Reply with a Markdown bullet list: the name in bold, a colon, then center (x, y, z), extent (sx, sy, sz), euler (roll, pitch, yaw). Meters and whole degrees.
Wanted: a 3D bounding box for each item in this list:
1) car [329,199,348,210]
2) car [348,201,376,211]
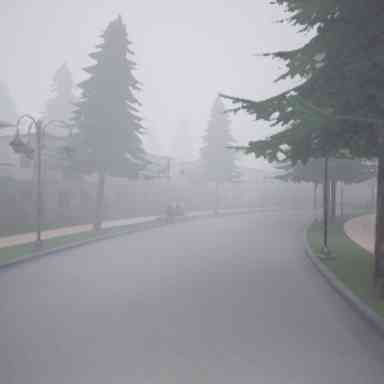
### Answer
- **car**: center (21.837, 1.791, 49.147), extent (5.008, 1.535, 1.882), euler (1, 0, -37)
- **car**: center (24.580, 1.930, 46.785), extent (4.718, 1.301, 1.895), euler (1, 0, -33)
